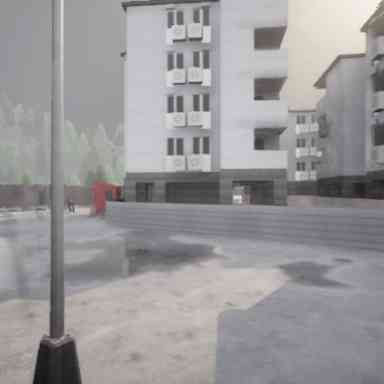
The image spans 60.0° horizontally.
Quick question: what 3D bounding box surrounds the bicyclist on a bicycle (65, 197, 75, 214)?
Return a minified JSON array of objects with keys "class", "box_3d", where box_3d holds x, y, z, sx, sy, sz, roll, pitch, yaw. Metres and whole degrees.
[{"class":"bicyclist on a bicycle","box_3d":[-12.045,1.337,32.701,1.656,1.620,0.582,0,0,35]}]
